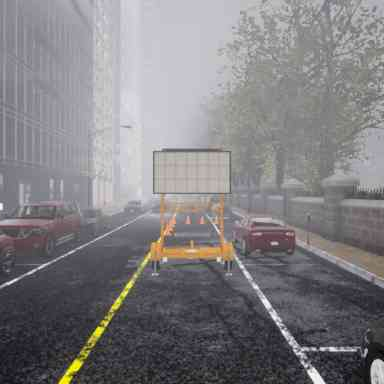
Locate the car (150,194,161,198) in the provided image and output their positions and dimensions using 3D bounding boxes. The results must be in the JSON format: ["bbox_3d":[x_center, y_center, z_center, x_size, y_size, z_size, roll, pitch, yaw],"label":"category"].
[{"bbox_3d":[-6.606,1.457,57.563,1.802,1.307,4.206,0,0,-2],"label":"car"}]

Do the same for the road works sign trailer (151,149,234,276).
[{"bbox_3d":[0.002,0.461,10.350,2.380,3.560,2.880,0,0,0],"label":"road works sign trailer"}]

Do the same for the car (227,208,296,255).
[{"bbox_3d":[2.695,1.540,13.069,1.887,1.381,4.507,0,0,0],"label":"car"}]

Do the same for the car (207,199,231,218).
[{"bbox_3d":[2.625,1.548,29.727,1.802,1.307,4.206,0,0,-1],"label":"car"}]

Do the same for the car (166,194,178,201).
[{"bbox_3d":[-4.277,1.286,76.718,1.882,1.535,5.008,0,0,-2],"label":"car"}]

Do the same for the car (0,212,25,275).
[{"bbox_3d":[-5.832,1.439,7.457,1.967,1.590,4.097,0,0,0],"label":"car"}]

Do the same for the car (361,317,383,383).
[{"bbox_3d":[2.693,1.551,1.947,2.008,1.369,4.403,0,0,0],"label":"car"}]

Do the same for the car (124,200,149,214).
[{"bbox_3d":[-6.023,1.515,35.323,1.947,1.339,4.313,0,0,-1],"label":"car"}]

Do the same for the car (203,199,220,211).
[{"bbox_3d":[2.361,1.515,40.851,1.802,1.307,4.206,0,0,-2],"label":"car"}]

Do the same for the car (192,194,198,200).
[{"bbox_3d":[1.195,1.330,85.313,2.008,1.369,4.403,0,0,-1],"label":"car"}]

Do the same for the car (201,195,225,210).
[{"bbox_3d":[2.508,1.266,35.292,2.192,1.841,5.009,0,0,-2],"label":"car"}]

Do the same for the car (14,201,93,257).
[{"bbox_3d":[-5.830,1.310,13.015,2.192,1.841,5.009,0,0,0],"label":"car"}]

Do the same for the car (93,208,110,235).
[{"bbox_3d":[-5.829,1.553,18.577,1.947,1.339,4.313,0,0,0],"label":"car"}]

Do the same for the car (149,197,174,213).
[{"bbox_3d":[-3.334,1.546,36.843,1.895,1.301,4.718,0,0,-1],"label":"car"}]

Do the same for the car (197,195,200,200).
[{"bbox_3d":[2.215,1.465,46.408,2.008,1.369,4.403,0,0,-2],"label":"car"}]
